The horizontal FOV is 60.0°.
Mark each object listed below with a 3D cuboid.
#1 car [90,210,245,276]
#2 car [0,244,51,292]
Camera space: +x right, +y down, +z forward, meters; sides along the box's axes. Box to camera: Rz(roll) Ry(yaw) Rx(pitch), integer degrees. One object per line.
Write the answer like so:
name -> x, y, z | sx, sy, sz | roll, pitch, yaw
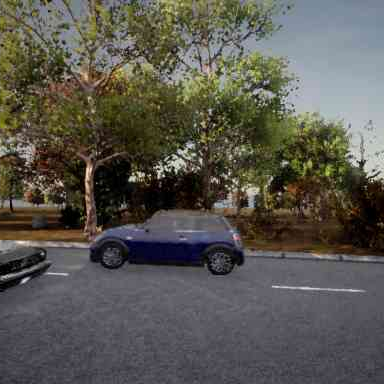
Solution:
car -> -0.688, 1.335, 10.082 | 4.553, 1.767, 2.097 | 1, 0, 7
car -> -5.668, 1.442, 7.254 | 4.718, 1.301, 1.895 | 3, 1, 7
